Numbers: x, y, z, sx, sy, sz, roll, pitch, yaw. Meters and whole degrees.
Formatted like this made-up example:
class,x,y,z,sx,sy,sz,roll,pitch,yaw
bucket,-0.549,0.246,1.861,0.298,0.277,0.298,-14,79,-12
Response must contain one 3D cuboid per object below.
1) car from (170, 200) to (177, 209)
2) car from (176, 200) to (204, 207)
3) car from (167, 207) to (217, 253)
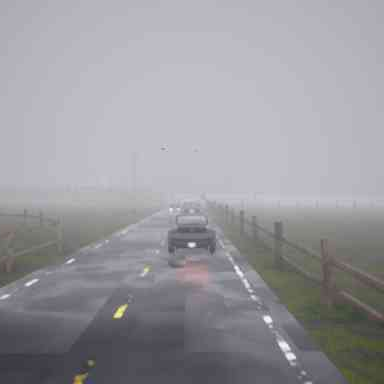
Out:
class,x,y,z,sx,sy,sz,roll,pitch,yaw
car,-2.779,2.081,56.751,2.033,1.411,5.357,0,-1,0
car,-0.012,1.623,29.085,2.097,1.767,4.553,0,-1,0
car,-0.004,1.642,14.285,1.837,1.490,4.892,0,0,0
